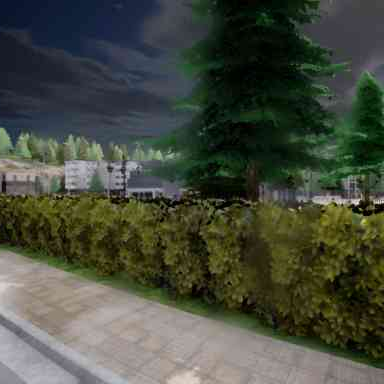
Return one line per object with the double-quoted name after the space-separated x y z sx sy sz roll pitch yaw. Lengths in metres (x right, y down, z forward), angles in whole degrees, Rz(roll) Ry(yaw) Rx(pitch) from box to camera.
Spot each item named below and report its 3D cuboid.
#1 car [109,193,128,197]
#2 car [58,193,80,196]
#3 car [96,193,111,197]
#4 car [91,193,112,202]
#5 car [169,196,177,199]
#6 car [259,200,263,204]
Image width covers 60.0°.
-10.572 1.383 52.698 1.970 1.475 3.806 0 0 43 "car"
-28.396 1.151 79.405 2.152 1.636 5.027 0 0 43 "car"
-16.710 1.095 68.913 1.932 1.855 4.605 0 0 43 "car"
-19.104 1.075 70.610 1.905 1.878 3.866 0 0 43 "car"
-3.307 1.372 56.039 1.845 1.501 3.633 0 0 43 "car"
9.648 1.351 44.189 2.097 1.767 4.553 0 0 43 "car"
